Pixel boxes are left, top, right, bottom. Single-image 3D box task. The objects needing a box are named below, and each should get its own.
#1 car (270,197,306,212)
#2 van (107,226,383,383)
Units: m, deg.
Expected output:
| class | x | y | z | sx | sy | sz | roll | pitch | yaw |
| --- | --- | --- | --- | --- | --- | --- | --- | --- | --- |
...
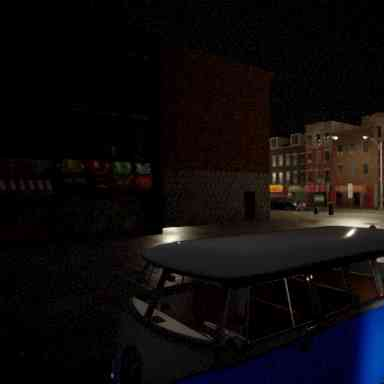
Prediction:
| class | x | y | z | sx | sy | sz | roll | pitch | yaw |
| --- | --- | --- | --- | --- | --- | --- | --- | --- | --- |
| car | 10.849 | 1.347 | 38.468 | 2.097 | 1.767 | 4.553 | 0 | 0 | -35 |
| van | 1.124 | 1.340 | 3.624 | 3.998 | 1.788 | 1.690 | 0 | 0 | -36 |
